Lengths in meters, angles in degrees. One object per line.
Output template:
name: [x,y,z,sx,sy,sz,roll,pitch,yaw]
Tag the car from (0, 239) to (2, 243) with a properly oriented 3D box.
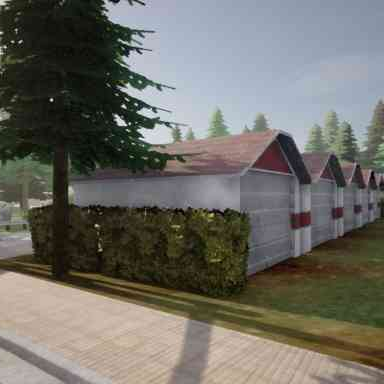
car: [-11.432,1.900,14.509,2.033,1.411,5.357,-1,-3,36]
